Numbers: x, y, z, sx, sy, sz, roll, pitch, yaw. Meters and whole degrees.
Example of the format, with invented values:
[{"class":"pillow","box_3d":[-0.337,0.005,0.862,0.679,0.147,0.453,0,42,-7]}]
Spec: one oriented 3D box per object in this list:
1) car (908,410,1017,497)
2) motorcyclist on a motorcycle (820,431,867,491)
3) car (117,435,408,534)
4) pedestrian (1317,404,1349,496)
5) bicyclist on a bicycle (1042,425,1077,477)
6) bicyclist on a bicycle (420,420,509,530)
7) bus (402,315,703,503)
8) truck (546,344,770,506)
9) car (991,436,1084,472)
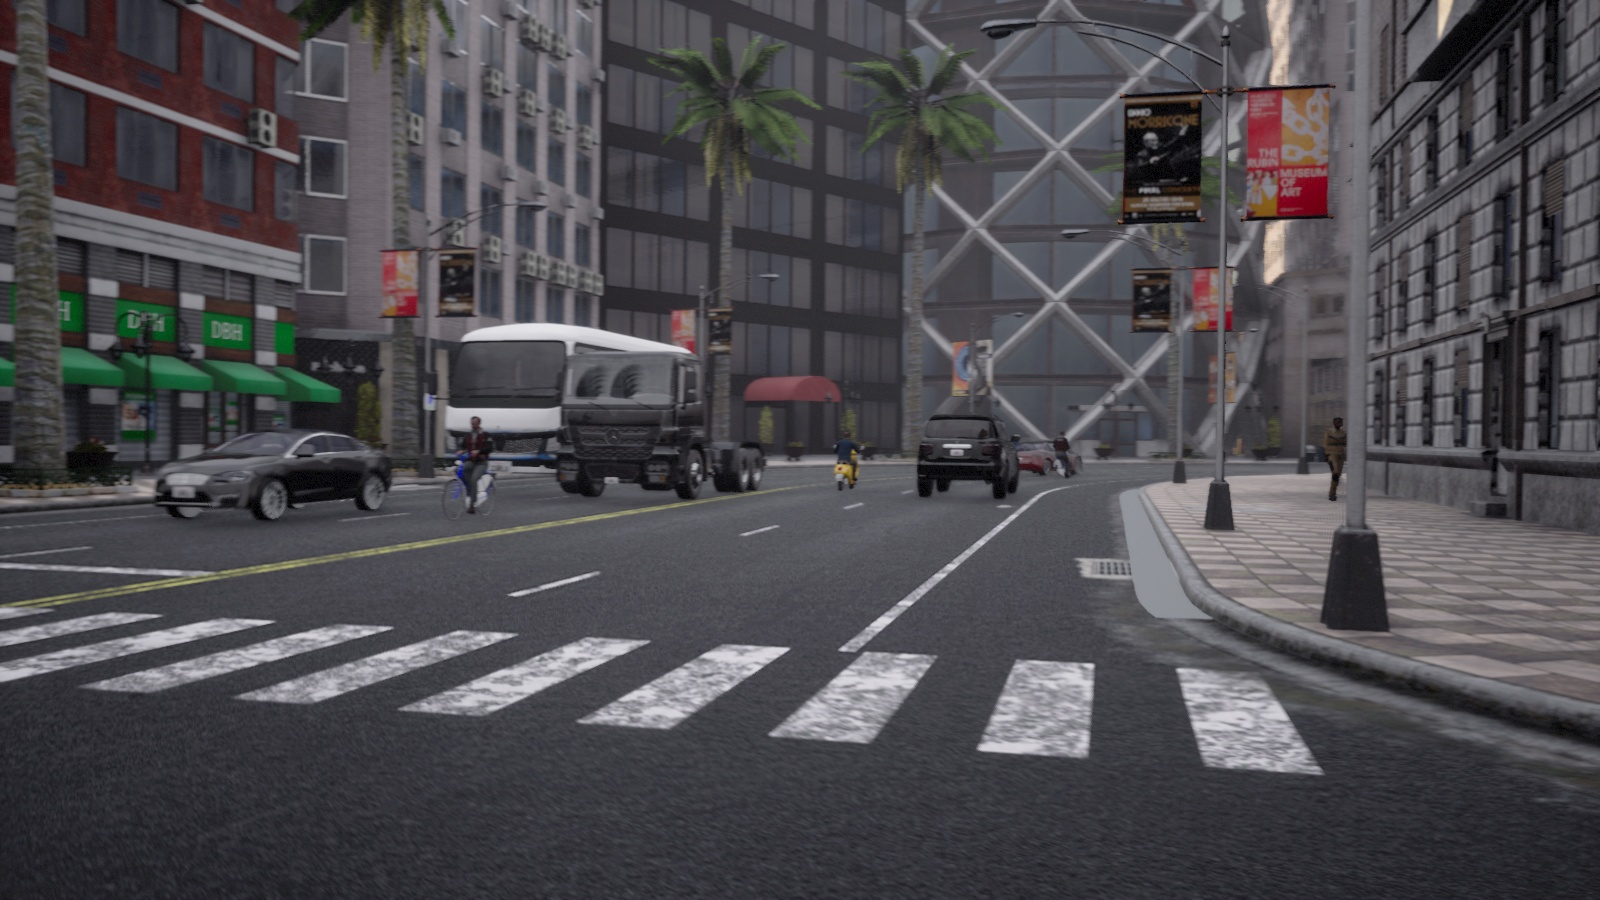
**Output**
[{"class":"car","box_3d":[4.292,0.048,32.297,2.150,2.045,5.566,0,1,14]},{"class":"motorcyclist on a motorcycle","box_3d":[1.196,0.283,34.237,0.866,1.590,1.817,0,1,15]},{"class":"car","box_3d":[-9.072,0.508,21.777,2.128,1.511,4.902,0,1,13]},{"class":"pedestrian","box_3d":[11.414,-0.006,26.902,0.396,1.930,0.692,0,1,1]},{"class":"bicyclist on a bicycle","box_3d":[9.092,0.029,43.935,0.659,1.776,1.843,0,1,30]},{"class":"bicyclist on a bicycle","box_3d":[-5.643,0.402,21.223,0.659,1.776,1.843,0,1,13]},{"class":"bus","box_3d":[-6.136,-0.987,33.892,3.944,4.253,10.273,0,1,14]},{"class":"truck","box_3d":[-3.205,-0.583,31.098,2.891,3.462,7.936,0,1,14]},{"class":"car","box_3d":[9.674,0.138,50.911,1.994,1.385,4.181,0,1,38]}]
